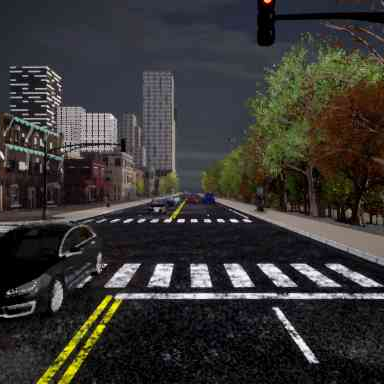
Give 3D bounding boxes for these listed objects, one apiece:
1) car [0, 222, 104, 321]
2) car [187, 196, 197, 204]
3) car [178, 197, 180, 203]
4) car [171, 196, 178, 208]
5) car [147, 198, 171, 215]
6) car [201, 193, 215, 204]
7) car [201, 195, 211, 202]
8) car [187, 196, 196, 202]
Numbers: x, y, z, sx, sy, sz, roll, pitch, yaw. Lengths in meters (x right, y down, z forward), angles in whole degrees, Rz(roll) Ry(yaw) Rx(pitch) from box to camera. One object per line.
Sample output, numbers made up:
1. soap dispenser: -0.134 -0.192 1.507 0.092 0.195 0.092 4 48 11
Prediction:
1. car: -3.367 1.503 7.540 1.837 1.490 4.892 0 0 0
2. car: -0.025 1.540 64.189 1.994 1.385 4.181 0 0 -1
3. car: -3.399 1.500 67.808 1.812 1.442 4.674 0 0 0
4. car: -3.448 1.584 48.461 1.895 1.301 4.718 0 0 0
5. car: -3.474 1.481 34.041 2.128 1.511 4.902 0 0 -3
6. car: 3.217 1.197 63.808 2.150 2.045 5.566 0 0 0
7. car: 3.092 1.448 74.383 1.882 1.535 5.008 0 0 0
8. car: -0.152 1.523 74.141 1.994 1.385 4.181 0 0 0
